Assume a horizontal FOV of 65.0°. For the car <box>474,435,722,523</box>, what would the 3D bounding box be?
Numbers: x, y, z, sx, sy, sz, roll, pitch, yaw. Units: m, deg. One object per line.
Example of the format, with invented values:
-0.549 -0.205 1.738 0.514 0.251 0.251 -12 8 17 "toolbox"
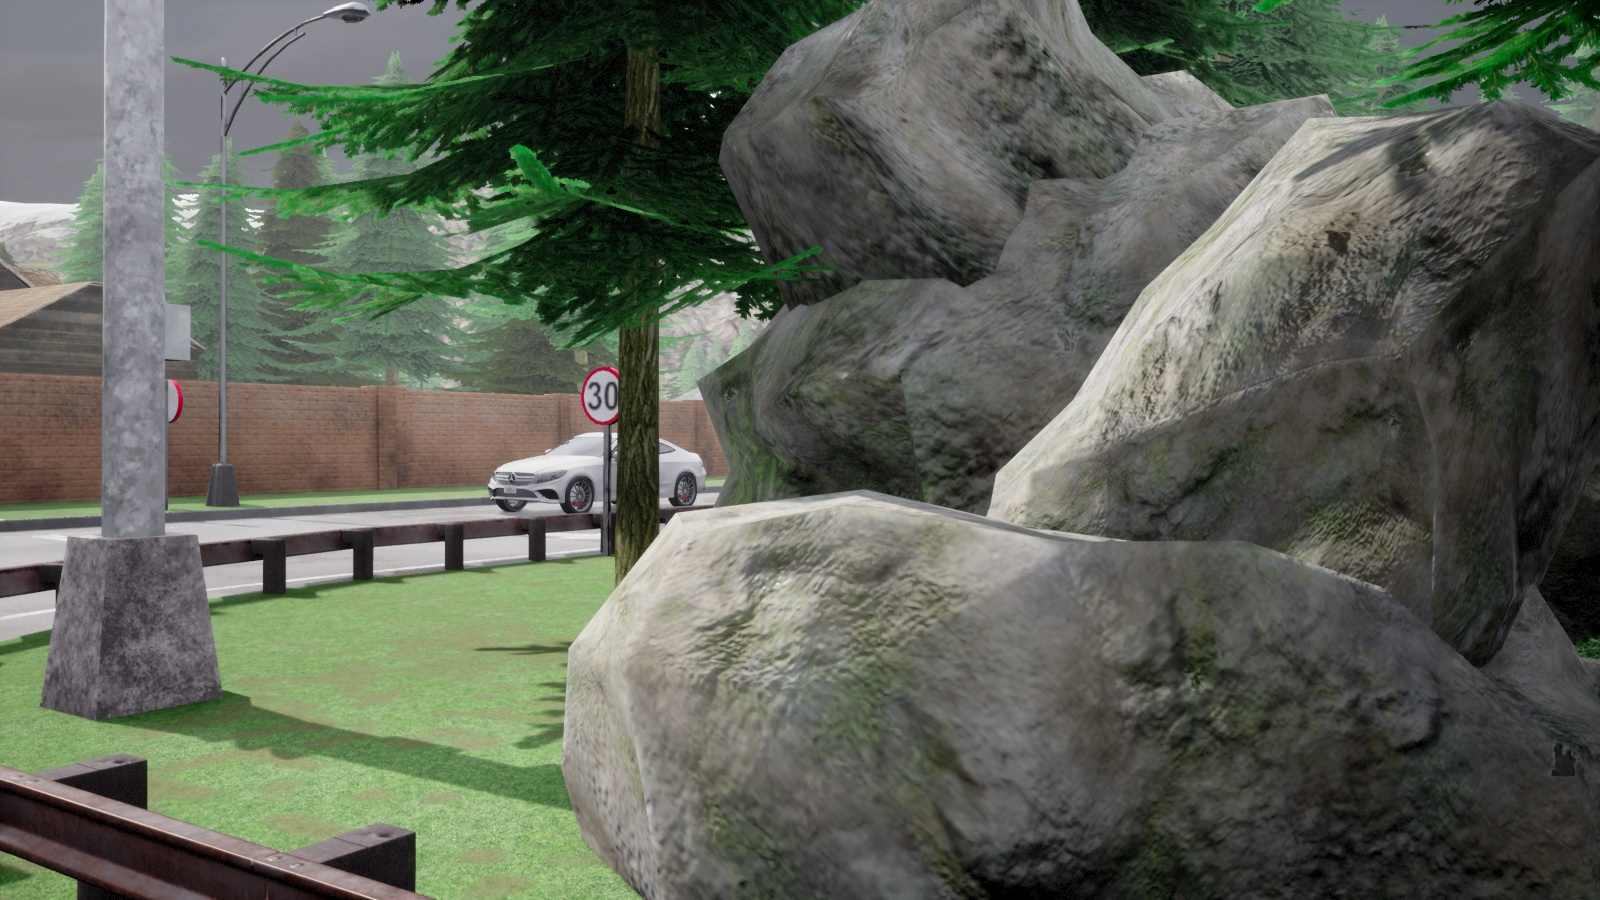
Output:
-3.608 0.457 23.271 1.812 1.442 4.674 0 1 34 "car"
